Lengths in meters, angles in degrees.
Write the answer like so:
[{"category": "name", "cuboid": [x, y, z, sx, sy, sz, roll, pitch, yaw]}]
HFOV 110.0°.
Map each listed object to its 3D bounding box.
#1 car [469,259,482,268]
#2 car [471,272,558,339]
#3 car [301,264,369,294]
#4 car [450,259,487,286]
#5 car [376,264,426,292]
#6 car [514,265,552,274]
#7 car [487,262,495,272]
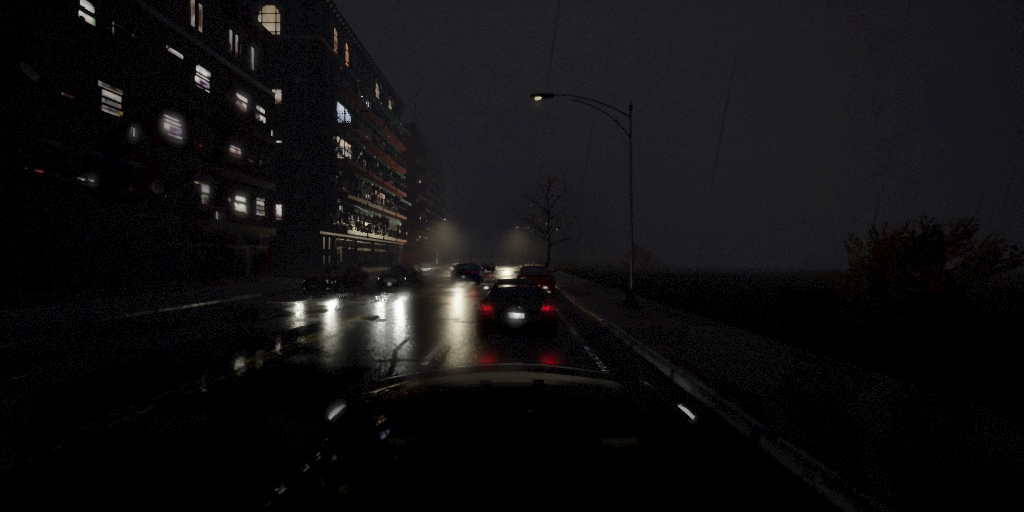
[{"category": "car", "cuboid": [-6.496, 1.313, 64.305, 1.994, 1.385, 4.181, 0, 0, 1]}, {"category": "car", "cuboid": [0.110, 1.315, 10.078, 1.994, 1.385, 4.181, 0, 0, 0]}, {"category": "car", "cuboid": [-9.833, 1.230, 20.297, 1.882, 1.535, 5.008, 0, 0, 0]}, {"category": "car", "cuboid": [-3.128, 1.230, 25.712, 1.882, 1.535, 5.008, 0, 0, 0]}, {"category": "car", "cuboid": [-6.581, 1.244, 21.703, 2.128, 1.511, 4.902, 0, 0, 0]}, {"category": "car", "cuboid": [1.153, 1.230, 18.998, 1.882, 1.535, 5.008, 0, 0, 0]}, {"category": "car", "cuboid": [-3.108, 1.352, 44.922, 1.895, 1.301, 4.718, 0, 0, 0]}]
